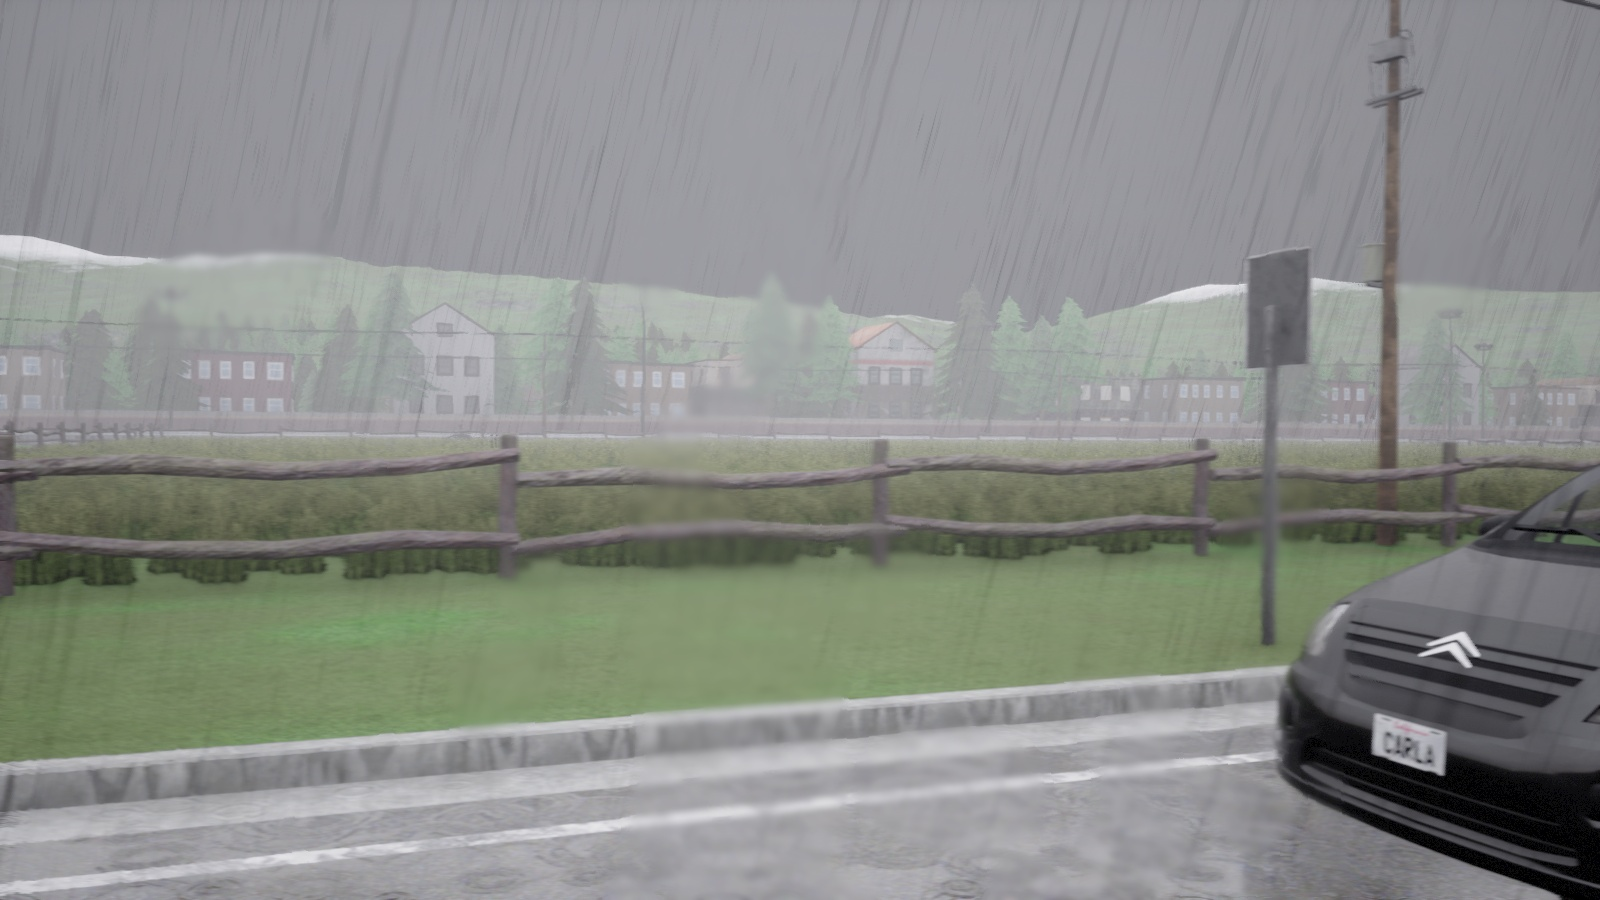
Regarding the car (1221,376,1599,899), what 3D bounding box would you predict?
[{"bbox_3d":[3.828,0.558,4.691,3.988,1.617,1.851,-1,1,-21],"label":"car"}]
